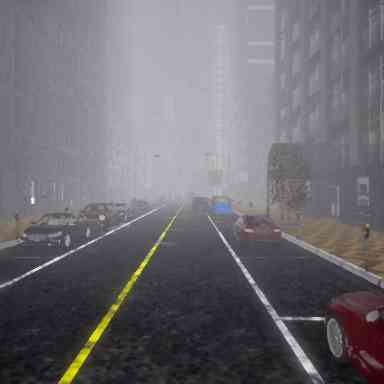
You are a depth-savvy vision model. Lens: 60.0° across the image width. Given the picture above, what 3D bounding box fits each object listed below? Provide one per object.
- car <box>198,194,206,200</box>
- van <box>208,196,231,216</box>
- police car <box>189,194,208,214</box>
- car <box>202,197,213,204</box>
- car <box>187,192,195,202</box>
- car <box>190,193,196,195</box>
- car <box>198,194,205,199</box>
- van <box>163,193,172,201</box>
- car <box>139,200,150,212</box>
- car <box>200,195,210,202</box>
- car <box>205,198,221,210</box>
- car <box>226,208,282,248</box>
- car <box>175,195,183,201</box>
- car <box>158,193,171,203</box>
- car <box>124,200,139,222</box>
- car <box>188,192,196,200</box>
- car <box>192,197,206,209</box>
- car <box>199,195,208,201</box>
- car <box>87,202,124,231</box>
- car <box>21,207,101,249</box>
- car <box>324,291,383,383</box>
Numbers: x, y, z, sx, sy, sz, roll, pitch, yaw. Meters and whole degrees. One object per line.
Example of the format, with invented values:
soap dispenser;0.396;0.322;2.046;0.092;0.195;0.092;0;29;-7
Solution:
car;2.692;1.288;88.391;1.967;1.590;4.097;0;0;0
van;2.690;1.306;31.467;1.690;1.788;3.998;0;0;0
police car;0.900;1.384;35.596;1.930;1.638;5.238;0;0;0
car;2.691;1.502;59.929;1.802;1.307;4.206;0;0;0
car;0.000;1.135;71.203;2.097;1.767;4.553;0;0;0
car;0.900;1.389;51.677;1.801;1.575;5.366;0;0;0
car;2.691;1.270;94.083;1.967;1.590;4.097;0;0;0
van;-5.689;1.224;77.010;1.690;1.788;3.998;0;0;0
car;-5.691;1.538;37.162;1.802;1.307;4.206;0;0;0
car;2.691;1.448;71.314;2.008;1.369;4.403;0;0;0
car;2.690;1.529;42.852;1.802;1.307;4.206;0;0;0
car;2.690;1.572;14.391;1.802;1.307;4.206;0;0;0
car;-3.000;1.388;76.635;2.033;1.411;5.357;0;0;0
car;-5.690;1.461;65.625;2.008;1.369;4.403;0;0;0
car;-5.691;1.525;25.778;2.008;1.369;4.403;0;0;0
car;0.000;0.962;86.262;2.150;2.045;5.566;0;0;0
car;0.900;1.454;45.486;1.837;1.490;4.892;0;0;0
car;2.691;1.434;77.007;2.008;1.369;4.403;0;0;0
car;-5.691;1.423;20.086;1.967;1.590;4.097;0;0;0
car;-5.691;1.541;14.393;2.008;1.369;4.403;0;0;0
car;2.689;1.580;3.003;1.802;1.307;4.206;0;0;0
